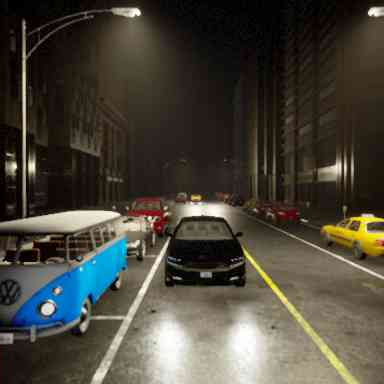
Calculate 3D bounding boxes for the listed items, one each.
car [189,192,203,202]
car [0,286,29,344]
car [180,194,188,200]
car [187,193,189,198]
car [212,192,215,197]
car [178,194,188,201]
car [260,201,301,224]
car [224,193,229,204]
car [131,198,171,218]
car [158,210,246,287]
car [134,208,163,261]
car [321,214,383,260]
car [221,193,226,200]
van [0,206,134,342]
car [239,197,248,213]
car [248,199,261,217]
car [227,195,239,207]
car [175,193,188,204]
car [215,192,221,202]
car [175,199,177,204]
[{"bbox_3d":[0.763,1.199,65.032,1.882,1.535,5.008,0,0,0],"label":"car"},{"bbox_3d":[-2.404,1.541,0.662,1.887,1.381,4.507,0,0,0],"label":"car"},{"bbox_3d":[-1.910,1.231,79.318,1.947,1.339,4.313,0,0,0],"label":"car"},{"bbox_3d":[-2.016,1.297,62.463,1.947,1.339,4.313,0,0,0],"label":"car"},{"bbox_3d":[6.615,1.216,79.281,2.008,1.369,4.403,0,0,0],"label":"car"},{"bbox_3d":[-1.946,1.232,73.699,1.887,1.381,4.507,0,0,0],"label":"car"},{"bbox_3d":[6.262,1.476,23.095,1.802,1.307,4.206,0,0,0],"label":"car"},{"bbox_3d":[6.438,1.321,51.188,1.887,1.381,4.507,0,0,0],"label":"car"},{"bbox_3d":[-2.298,1.235,17.516,2.192,1.841,5.009,0,0,0],"label":"car"},{"bbox_3d":[0.315,1.434,9.427,1.882,1.535,5.008,0,0,0],"label":"car"},{"bbox_3d":[-2.334,1.496,11.899,2.008,1.369,4.403,0,0,0],"label":"car"},{"bbox_3d":[6.192,1.470,12.027,1.752,1.417,4.829,0,0,0],"label":"car"},{"bbox_3d":[6.473,1.194,56.806,1.967,1.590,4.097,0,0,0],"label":"car"},{"bbox_3d":[-2.369,1.312,6.280,1.690,1.788,3.998,0,0,0],"label":"van"},{"bbox_3d":[6.333,1.369,34.501,1.752,1.417,4.829,0,0,0],"label":"car"},{"bbox_3d":[6.297,1.451,28.713,1.802,1.307,4.206,0,0,0],"label":"car"},{"bbox_3d":[6.403,1.365,45.569,1.947,1.339,4.313,0,0,0],"label":"car"},{"bbox_3d":[-2.052,1.336,56.845,1.802,1.307,4.206,0,0,0],"label":"car"},{"bbox_3d":[6.544,1.024,68.042,2.192,1.841,5.009,0,0,0],"label":"car"},{"bbox_3d":[-2.264,1.420,22.965,1.752,1.417,4.829,0,0,0],"label":"car"}]
